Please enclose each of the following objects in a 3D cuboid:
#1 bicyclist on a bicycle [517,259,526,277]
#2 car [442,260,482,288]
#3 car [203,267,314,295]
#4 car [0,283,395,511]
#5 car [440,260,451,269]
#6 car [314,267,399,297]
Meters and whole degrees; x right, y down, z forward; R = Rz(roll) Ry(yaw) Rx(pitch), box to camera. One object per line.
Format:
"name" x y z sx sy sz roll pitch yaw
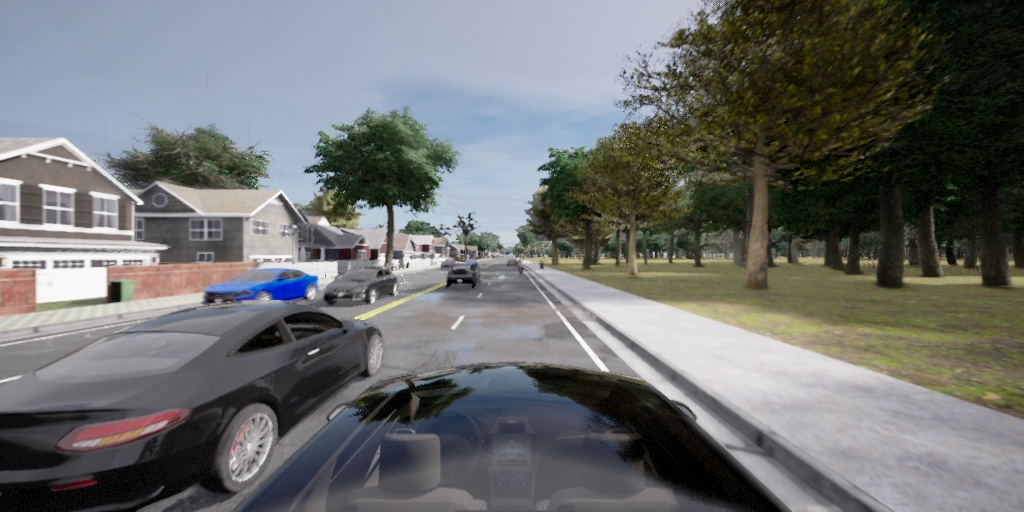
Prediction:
"bicyclist on a bicycle" 0.874 1.181 33.843 0.866 1.612 1.509 0 0 0
"car" -3.148 1.251 23.947 1.837 1.490 4.892 0 0 0
"car" -9.848 1.225 14.527 1.882 1.535 5.008 0 0 0
"car" -3.148 1.275 4.400 1.812 1.442 4.674 0 0 0
"car" -9.806 1.306 55.545 1.994 1.385 4.181 0 0 0
"car" -6.597 1.252 16.218 1.837 1.490 4.892 0 0 0
